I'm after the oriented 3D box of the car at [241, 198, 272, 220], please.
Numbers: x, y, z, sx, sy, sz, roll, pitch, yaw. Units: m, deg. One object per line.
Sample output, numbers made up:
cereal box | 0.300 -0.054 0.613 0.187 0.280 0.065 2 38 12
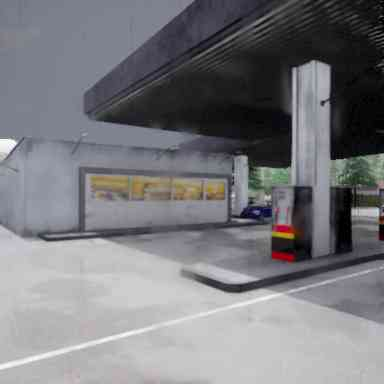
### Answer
car | 6.451 1.615 29.636 4.611 1.667 2.242 0 0 -36
